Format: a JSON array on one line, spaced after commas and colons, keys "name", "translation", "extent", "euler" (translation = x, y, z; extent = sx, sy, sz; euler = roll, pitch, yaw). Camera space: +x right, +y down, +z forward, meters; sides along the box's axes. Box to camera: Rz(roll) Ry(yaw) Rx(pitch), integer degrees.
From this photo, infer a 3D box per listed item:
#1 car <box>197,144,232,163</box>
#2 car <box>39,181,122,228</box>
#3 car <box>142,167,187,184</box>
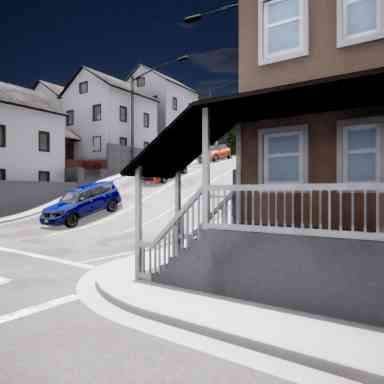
[{"name": "car", "translation": [2.378, -4.222, 35.659], "extent": [2.097, 1.767, 4.553], "euler": [0, 11, 35]}, {"name": "car", "translation": [-7.147, 0.727, 21.784], "extent": [2.150, 2.045, 5.566], "euler": [0, 14, 34]}, {"name": "car", "translation": [-2.429, -2.002, 28.712], "extent": [2.097, 1.767, 4.553], "euler": [0, 18, 35]}]
